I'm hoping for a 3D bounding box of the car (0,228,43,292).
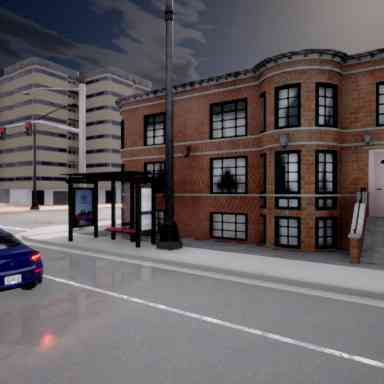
[{"bbox_3d":[-5.289,1.508,7.719,4.674,1.442,1.812,0,0,36],"label":"car"}]
